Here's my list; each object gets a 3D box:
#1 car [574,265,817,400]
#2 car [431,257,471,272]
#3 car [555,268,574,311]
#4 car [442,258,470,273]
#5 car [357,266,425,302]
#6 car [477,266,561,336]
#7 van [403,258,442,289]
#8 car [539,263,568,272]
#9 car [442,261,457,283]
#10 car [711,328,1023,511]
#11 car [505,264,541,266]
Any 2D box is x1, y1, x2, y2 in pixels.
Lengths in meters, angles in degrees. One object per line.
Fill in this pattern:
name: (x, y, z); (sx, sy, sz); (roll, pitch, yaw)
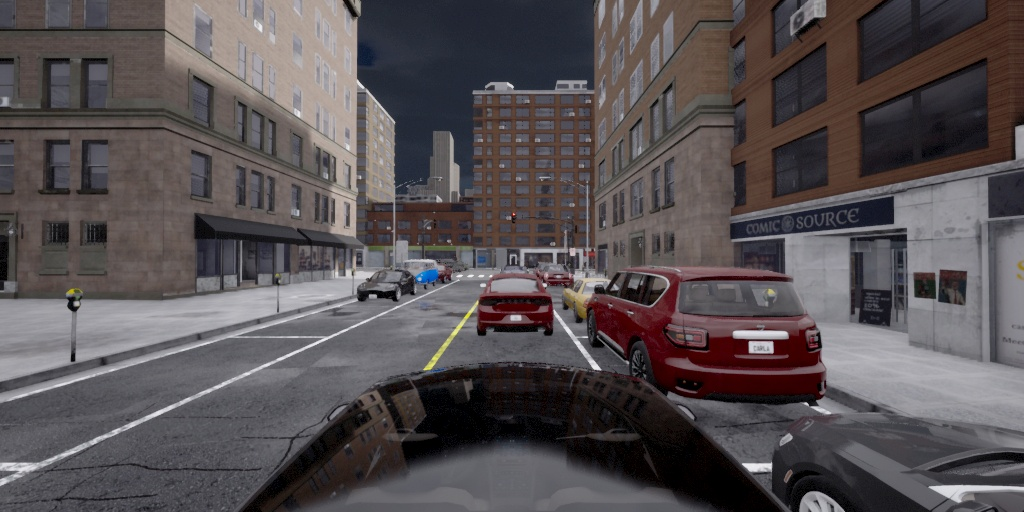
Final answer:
car: (2.675, 1.068, 6.246); (2.192, 1.841, 5.009); (0, 0, 0)
car: (-7.502, 1.085, 44.286); (4.553, 1.767, 2.097); (0, -1, 0)
car: (2.681, 1.284, 11.899); (1.751, 1.417, 4.829); (0, 0, 0)
car: (-7.594, 1.192, 39.827); (4.892, 1.490, 1.837); (0, -2, 17)
car: (-5.838, 1.331, 17.224); (1.948, 1.339, 4.313); (0, 0, 0)
car: (0.059, 1.235, 10.503); (1.882, 1.535, 5.008); (0, 0, -1)
van: (-5.831, 1.114, 22.706); (1.690, 1.789, 3.998); (0, 0, 0)
car: (2.694, 1.213, 22.695); (1.967, 1.591, 4.097); (0, 0, 0)
car: (-5.825, 1.326, 28.188); (1.888, 1.381, 4.507); (0, 0, 0)
car: (2.668, 1.300, 0.765); (2.007, 1.370, 4.403); (0, 0, 0)
car: (0.118, 1.259, 18.061); (2.128, 1.511, 4.902); (0, 0, 0)
